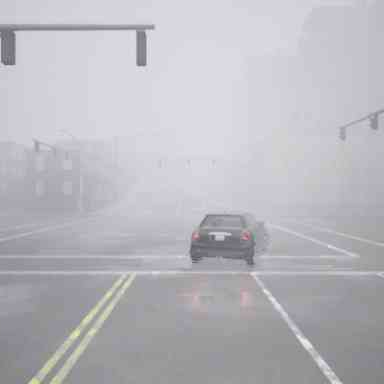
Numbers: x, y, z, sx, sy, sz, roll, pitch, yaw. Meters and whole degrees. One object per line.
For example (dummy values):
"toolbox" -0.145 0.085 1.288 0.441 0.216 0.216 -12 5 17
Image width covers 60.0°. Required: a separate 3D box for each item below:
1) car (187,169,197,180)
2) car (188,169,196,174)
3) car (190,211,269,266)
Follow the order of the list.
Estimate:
"car" 0.007 -3.895 75.610 2.097 1.767 4.553 0 11 0
"car" 0.008 -5.310 85.647 1.994 1.385 4.181 0 5 0
"car" 1.548 1.463 12.357 2.097 1.767 4.553 0 -1 19
